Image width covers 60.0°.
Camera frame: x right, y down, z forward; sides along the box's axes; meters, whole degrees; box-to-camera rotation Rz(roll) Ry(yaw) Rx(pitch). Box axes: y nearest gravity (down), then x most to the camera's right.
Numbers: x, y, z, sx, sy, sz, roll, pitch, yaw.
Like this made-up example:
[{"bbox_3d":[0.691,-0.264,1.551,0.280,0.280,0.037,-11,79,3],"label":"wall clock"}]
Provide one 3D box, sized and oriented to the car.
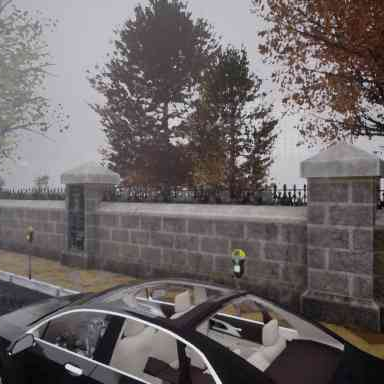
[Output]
[{"bbox_3d":[-0.428,1.551,3.183,4.403,1.369,2.008,0,0,36],"label":"car"}]
